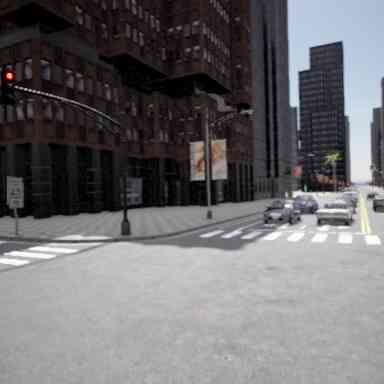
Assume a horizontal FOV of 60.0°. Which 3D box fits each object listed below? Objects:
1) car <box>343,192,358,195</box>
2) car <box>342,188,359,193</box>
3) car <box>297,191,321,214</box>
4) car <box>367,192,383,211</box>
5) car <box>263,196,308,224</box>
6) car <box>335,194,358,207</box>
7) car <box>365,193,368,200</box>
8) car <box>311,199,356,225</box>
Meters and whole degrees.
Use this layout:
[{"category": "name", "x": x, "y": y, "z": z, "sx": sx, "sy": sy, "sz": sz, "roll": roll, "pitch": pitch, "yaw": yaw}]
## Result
[{"category": "car", "x": 18.240, "y": 1.071, "z": 39.136, "sx": 1.994, "sy": 1.385, "sz": 4.181, "roll": -1, "pitch": 0, "yaw": 27}, {"category": "car", "x": 25.115, "y": 0.360, "z": 52.762, "sx": 2.150, "sy": 2.045, "sz": 5.566, "roll": -1, "pitch": 0, "yaw": 27}, {"category": "car", "x": 10.459, "y": 1.051, "z": 31.115, "sx": 2.097, "sy": 1.767, "sz": 4.553, "roll": -1, "pitch": 0, "yaw": 27}, {"category": "car", "x": 18.509, "y": 1.004, "z": 32.248, "sx": 2.128, "sy": 1.511, "sz": 4.902, "roll": -1, "pitch": 0, "yaw": 27}, {"category": "car", "x": 6.289, "y": 1.301, "z": 22.906, "sx": 2.128, "sy": 1.511, "sz": 4.902, "roll": -1, "pitch": 0, "yaw": 27}, {"category": "car", "x": 13.737, "y": 1.189, "z": 30.377, "sx": 1.994, "sy": 1.385, "sz": 4.181, "roll": -1, "pitch": 0, "yaw": 28}, {"category": "car", "x": 30.824, "y": 0.699, "z": 56.835, "sx": 1.837, "sy": 1.490, "sz": 4.892, "roll": -1, "pitch": 0, "yaw": 27}, {"category": "car", "x": 9.483, "y": 1.339, "z": 22.018, "sx": 1.895, "sy": 1.301, "sz": 4.718, "roll": -1, "pitch": 0, "yaw": 29}]
